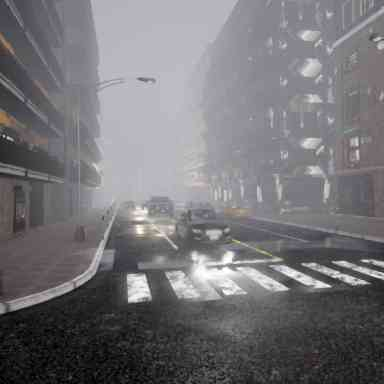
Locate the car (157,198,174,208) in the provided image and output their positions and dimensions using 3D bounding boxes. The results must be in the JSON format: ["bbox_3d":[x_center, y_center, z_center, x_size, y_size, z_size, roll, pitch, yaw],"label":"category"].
[{"bbox_3d":[-4.397,1.805,54.260,2.128,1.511,4.902,-1,0,-12],"label":"car"}]

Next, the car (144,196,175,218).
[{"bbox_3d":[-3.177,1.412,32.758,2.150,2.045,5.566,-1,-1,-12],"label":"car"}]

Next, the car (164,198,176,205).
[{"bbox_3d":[-4.494,1.934,67.377,2.008,1.369,4.403,-1,0,-12],"label":"car"}]

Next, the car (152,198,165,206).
[{"bbox_3d":[-6.519,1.887,64.403,2.128,1.511,4.902,-1,0,-12],"label":"car"}]

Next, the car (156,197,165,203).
[{"bbox_3d":[-7.970,1.959,84.003,1.967,1.590,4.097,-1,0,-12],"label":"car"}]

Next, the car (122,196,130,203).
[{"bbox_3d":[-18.495,2.036,93.393,2.192,1.841,5.009,-1,0,-12],"label":"car"}]

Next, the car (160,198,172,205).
[{"bbox_3d":[-5.652,1.979,72.919,2.008,1.369,4.403,-1,0,-12],"label":"car"}]

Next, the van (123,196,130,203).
[{"bbox_3d":[-17.336,2.009,87.853,1.690,1.788,3.998,-1,0,-12],"label":"van"}]

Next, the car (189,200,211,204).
[{"bbox_3d":[1.297,1.706,39.665,1.887,1.381,4.507,-1,0,-12],"label":"car"}]

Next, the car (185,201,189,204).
[{"bbox_3d":[0.139,1.750,45.206,1.887,1.381,4.507,-1,0,-12],"label":"car"}]

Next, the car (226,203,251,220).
[{"bbox_3d":[3.578,1.606,28.749,1.752,1.417,4.829,-1,0,-12],"label":"car"}]

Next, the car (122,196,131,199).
[{"bbox_3d":[-13.862,1.844,71.226,2.192,1.841,5.009,-1,0,-12],"label":"car"}]

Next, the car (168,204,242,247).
[{"bbox_3d":[0.393,1.563,15.678,2.128,1.511,4.902,-1,0,-12],"label":"car"}]

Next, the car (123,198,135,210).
[{"bbox_3d":[-9.226,1.933,49.054,1.802,1.307,4.206,-1,0,-12],"label":"car"}]

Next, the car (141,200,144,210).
[{"bbox_3d":[-6.586,1.811,49.526,2.128,1.511,4.902,-1,0,-12],"label":"car"}]
